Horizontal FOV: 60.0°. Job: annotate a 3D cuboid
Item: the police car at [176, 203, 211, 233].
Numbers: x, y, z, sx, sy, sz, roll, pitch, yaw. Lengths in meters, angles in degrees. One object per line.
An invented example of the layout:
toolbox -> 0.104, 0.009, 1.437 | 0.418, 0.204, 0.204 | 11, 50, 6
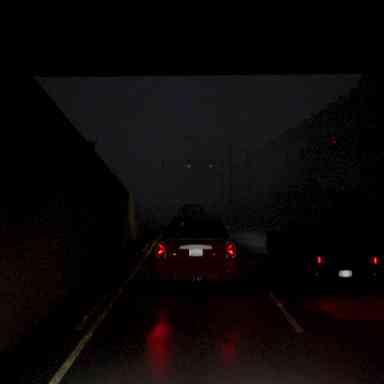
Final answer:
police car -> 0.011, 1.562, 21.524 | 2.038, 1.542, 4.974 | 0, 0, -2

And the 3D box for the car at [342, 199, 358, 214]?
car -> 17.453, 1.382, 32.245 | 1.853, 1.218, 4.536 | 0, 0, -35

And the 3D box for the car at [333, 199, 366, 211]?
car -> 17.563, 1.395, 36.931 | 1.853, 1.218, 4.536 | 0, 0, 45

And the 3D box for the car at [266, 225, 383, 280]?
car -> 3.601, 1.628, 10.015 | 1.895, 1.301, 4.718 | 0, 0, 0

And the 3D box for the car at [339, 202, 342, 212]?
car -> 17.423, 1.540, 32.287 | 2.038, 1.542, 4.974 | 0, 0, -35

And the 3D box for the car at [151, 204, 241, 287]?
car -> 0.089, 1.378, 9.573 | 2.097, 1.767, 4.553 | 0, 0, 0

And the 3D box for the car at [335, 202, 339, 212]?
car -> 17.526, 1.552, 36.894 | 2.038, 1.542, 4.974 | 0, 0, 45
